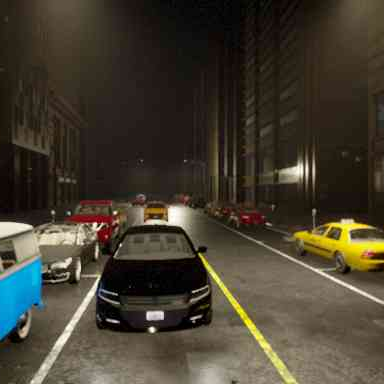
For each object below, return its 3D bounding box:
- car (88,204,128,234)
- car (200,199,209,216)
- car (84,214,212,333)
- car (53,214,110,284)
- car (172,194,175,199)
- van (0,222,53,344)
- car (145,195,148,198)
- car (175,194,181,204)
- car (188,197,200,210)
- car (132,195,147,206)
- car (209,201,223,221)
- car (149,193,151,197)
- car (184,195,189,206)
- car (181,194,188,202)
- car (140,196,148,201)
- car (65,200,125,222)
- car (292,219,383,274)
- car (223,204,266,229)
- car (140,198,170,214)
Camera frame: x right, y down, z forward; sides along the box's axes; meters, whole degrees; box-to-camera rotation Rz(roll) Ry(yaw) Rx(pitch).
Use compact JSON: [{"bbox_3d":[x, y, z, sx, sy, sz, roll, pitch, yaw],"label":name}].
[{"bbox_3d":[-4.964,1.532,20.334,1.752,1.417,4.829,0,0,-6],"label":"car"},{"bbox_3d":[2.206,1.544,32.808,1.752,1.417,4.829,0,0,-6],"label":"car"},{"bbox_3d":[-0.799,1.481,7.197,1.882,1.535,5.008,0,0,-6],"label":"car"},{"bbox_3d":[-3.721,1.553,9.336,2.008,1.369,4.403,0,0,-6],"label":"car"},{"bbox_3d":[-2.823,1.613,77.305,2.008,1.369,4.403,0,0,-6],"label":"car"},{"bbox_3d":[-3.090,1.341,3.754,1.690,1.788,3.998,0,0,-6],"label":"van"},{"bbox_3d":[-9.400,1.605,59.582,1.947,1.339,4.313,0,0,-6],"label":"car"},{"bbox_3d":[-1.561,1.365,66.138,2.192,1.841,5.009,0,0,-6],"label":"car"},{"bbox_3d":[0.963,1.595,43.805,1.947,1.339,4.313,0,0,-6],"label":"car"},{"bbox_3d":[-8.769,1.616,53.999,1.802,1.307,4.206,0,0,-6],"label":"car"},{"bbox_3d":[2.856,1.597,27.055,1.802,1.307,4.206,0,0,-6],"label":"car"},{"bbox_3d":[-13.185,1.392,93.079,2.192,1.841,5.009,0,0,-6],"label":"car"},{"bbox_3d":[0.332,1.579,49.389,1.887,1.381,4.507,0,0,-6],"label":"car"},{"bbox_3d":[-0.299,1.480,54.972,1.967,1.590,4.097,0,0,-6],"label":"car"},{"bbox_3d":[-12.554,1.652,87.496,1.802,1.307,4.206,0,0,-6],"label":"car"},{"bbox_3d":[-4.352,1.320,14.920,2.192,1.841,5.009,0,0,-6],"label":"car"},{"bbox_3d":[4.729,1.533,10.475,1.752,1.417,4.829,0,0,-6],"label":"car"},{"bbox_3d":[3.487,1.594,21.473,1.802,1.307,4.206,0,0,-6],"label":"car"},{"bbox_3d":[-2.809,1.488,25.871,1.882,1.535,5.008,0,0,-6],"label":"car"}]
